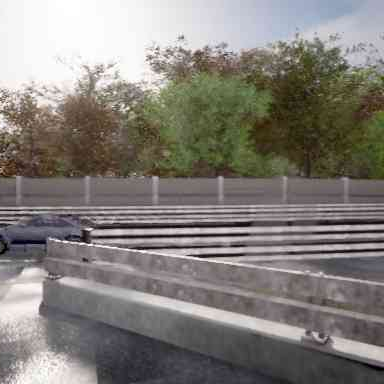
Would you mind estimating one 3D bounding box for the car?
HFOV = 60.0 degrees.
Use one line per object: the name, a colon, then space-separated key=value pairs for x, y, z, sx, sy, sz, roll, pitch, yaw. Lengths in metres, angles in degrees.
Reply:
car: x=-5.497 y=1.518 z=12.435 sx=4.181 sy=1.385 sz=1.994 roll=0 pitch=0 yaw=-2
